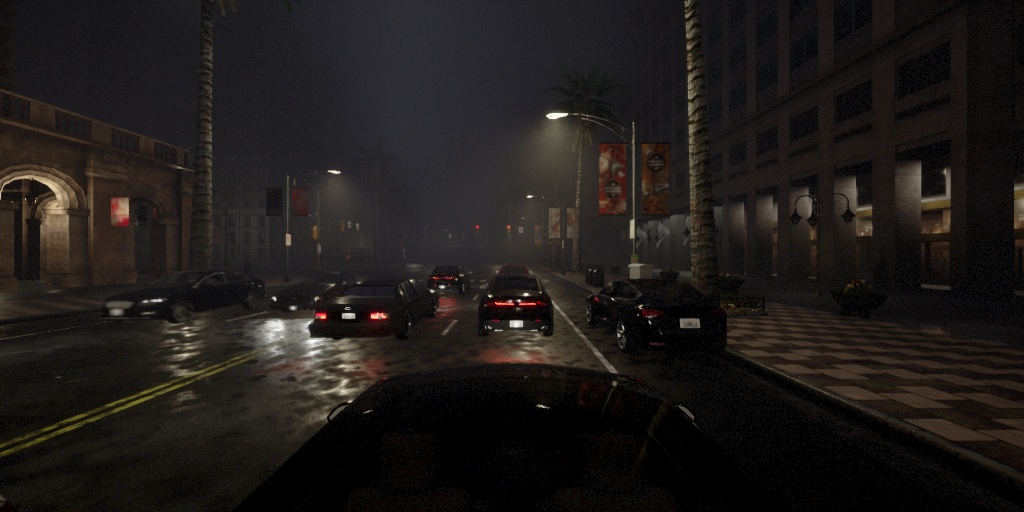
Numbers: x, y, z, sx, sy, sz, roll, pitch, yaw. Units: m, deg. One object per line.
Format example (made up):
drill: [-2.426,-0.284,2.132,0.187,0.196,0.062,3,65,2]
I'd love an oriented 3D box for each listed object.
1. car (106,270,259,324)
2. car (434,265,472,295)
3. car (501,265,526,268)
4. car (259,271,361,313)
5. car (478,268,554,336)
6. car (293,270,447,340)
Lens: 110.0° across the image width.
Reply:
car: [-10.579,1.241,12.050,2.128,1.511,4.902,0,0,0]
car: [-3.395,1.255,19.876,1.837,1.490,4.892,0,0,0]
car: [0.100,1.228,19.819,1.882,1.535,5.008,0,0,0]
car: [-7.071,1.298,14.260,2.033,1.411,5.357,0,0,0]
car: [0.091,1.254,10.369,1.837,1.490,4.892,0,0,0]
car: [-3.399,1.297,9.987,2.033,1.411,5.357,0,0,0]
